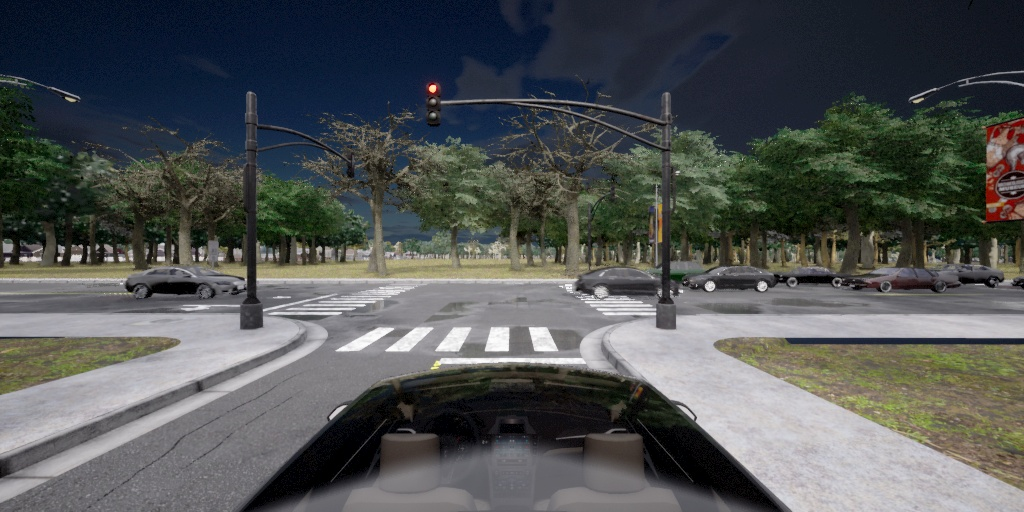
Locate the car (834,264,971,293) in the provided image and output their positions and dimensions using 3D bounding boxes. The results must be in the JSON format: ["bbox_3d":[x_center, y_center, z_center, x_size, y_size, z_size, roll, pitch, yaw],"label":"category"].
[{"bbox_3d":[22.190,1.326,20.554,5.357,1.411,2.033,0,0,0],"label":"car"}]

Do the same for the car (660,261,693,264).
[{"bbox_3d":[10.482,1.109,23.801,4.553,1.767,2.097,0,0,0],"label":"car"}]

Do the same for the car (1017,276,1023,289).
[{"bbox_3d":[32.406,1.343,20.548,5.357,1.411,2.033,0,0,0],"label":"car"}]

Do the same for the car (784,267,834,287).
[{"bbox_3d":[19.466,1.371,23.806,4.718,1.301,1.895,0,0,0],"label":"car"}]

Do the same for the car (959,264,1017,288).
[{"bbox_3d":[29.402,1.278,23.803,4.902,1.511,2.128,0,0,0],"label":"car"}]

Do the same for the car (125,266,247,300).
[{"bbox_3d":[-15.389,1.225,17.095,4.902,1.511,2.128,0,0,0],"label":"car"}]

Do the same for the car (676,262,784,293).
[{"bbox_3d":[12.329,1.269,20.553,4.892,1.490,1.837,0,0,0],"label":"car"}]

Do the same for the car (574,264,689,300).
[{"bbox_3d":[5.442,1.264,17.102,4.892,1.490,1.837,0,0,0],"label":"car"}]
